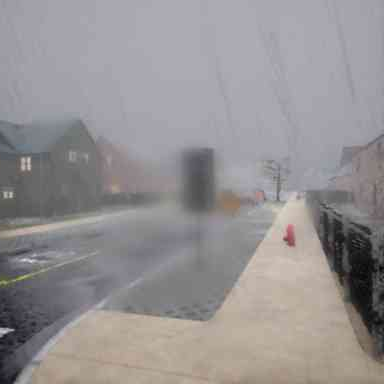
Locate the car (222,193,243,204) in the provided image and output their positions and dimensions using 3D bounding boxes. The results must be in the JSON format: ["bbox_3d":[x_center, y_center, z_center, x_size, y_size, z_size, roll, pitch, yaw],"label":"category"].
[{"bbox_3d":[5.381,0.784,43.743,1.895,1.301,4.718,-1,1,18],"label":"car"}]

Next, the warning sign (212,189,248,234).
[{"bbox_3d":[1.664,0.818,14.504,1.300,1.860,1.060,-2,-1,18],"label":"warning sign"}]

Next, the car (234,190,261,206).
[{"bbox_3d":[6.149,0.831,36.929,1.994,1.385,4.181,-1,1,18],"label":"car"}]

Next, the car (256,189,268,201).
[{"bbox_3d":[10.039,0.377,49.333,2.097,1.767,4.553,-1,1,18],"label":"car"}]
